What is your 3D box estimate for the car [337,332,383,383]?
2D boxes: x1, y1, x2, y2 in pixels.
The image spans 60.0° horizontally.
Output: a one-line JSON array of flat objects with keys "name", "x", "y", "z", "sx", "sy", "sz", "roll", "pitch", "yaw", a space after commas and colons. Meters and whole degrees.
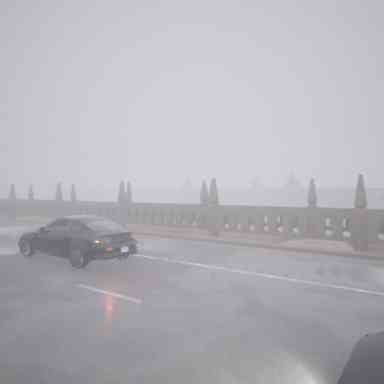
[{"name": "car", "x": 3.501, "y": 1.554, "z": 1.498, "sx": 5.357, "sy": 1.411, "sz": 2.033, "roll": 0, "pitch": 0, "yaw": 35}]

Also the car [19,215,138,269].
[{"name": "car", "x": -3.834, "y": 1.499, "z": 11.038, "sx": 4.674, "sy": 1.442, "sz": 1.812, "roll": 0, "pitch": 0, "yaw": 36}]
